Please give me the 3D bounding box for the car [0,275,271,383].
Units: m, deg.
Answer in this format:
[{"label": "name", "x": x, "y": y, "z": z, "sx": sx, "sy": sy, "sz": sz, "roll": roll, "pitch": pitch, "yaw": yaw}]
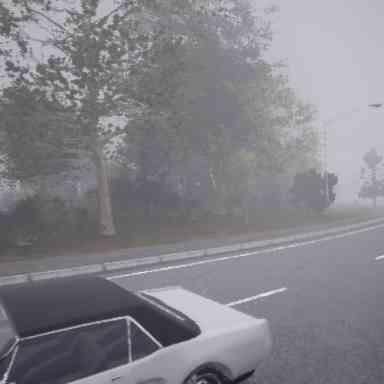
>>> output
[{"label": "car", "x": -1.529, "y": 1.614, "z": 2.998, "sx": 4.718, "sy": 1.301, "sz": 1.895, "roll": 0, "pitch": 0, "yaw": -36}]
